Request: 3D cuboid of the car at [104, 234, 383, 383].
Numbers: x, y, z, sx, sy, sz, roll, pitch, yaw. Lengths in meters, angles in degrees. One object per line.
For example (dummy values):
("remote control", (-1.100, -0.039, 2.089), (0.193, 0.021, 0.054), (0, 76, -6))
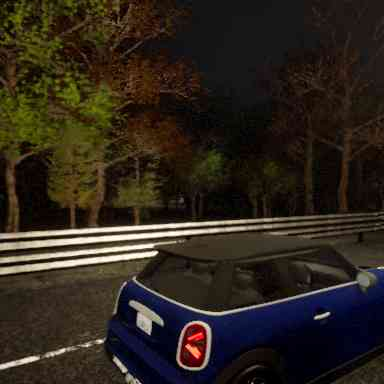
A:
("car", (1.235, 1.382, 4.640), (4.553, 1.767, 2.097), (1, 0, -36))
